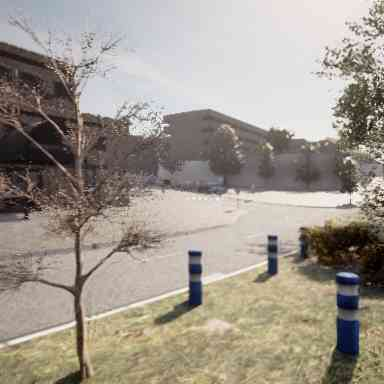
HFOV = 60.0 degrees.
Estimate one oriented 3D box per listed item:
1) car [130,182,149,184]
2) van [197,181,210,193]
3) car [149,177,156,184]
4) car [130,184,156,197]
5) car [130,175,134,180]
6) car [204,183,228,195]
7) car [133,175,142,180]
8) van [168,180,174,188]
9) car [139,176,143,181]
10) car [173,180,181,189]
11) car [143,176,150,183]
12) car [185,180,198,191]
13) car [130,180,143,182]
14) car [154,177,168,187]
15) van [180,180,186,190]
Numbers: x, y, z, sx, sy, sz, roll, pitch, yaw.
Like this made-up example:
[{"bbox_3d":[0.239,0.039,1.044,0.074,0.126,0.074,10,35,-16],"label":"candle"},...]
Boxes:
[{"bbox_3d":[-9.796,-0.304,55.276,2.163,1.488,4.792,5,6,36],"label":"car"},{"bbox_3d":[3.549,-0.843,66.190,1.878,1.987,4.442,6,5,38],"label":"van"},{"bbox_3d":[-7.656,-2.348,83.879,2.163,1.488,4.792,5,5,37],"label":"car"},{"bbox_3d":[-8.170,-0.046,52.813,2.002,1.452,4.674,5,6,36],"label":"car"},{"bbox_3d":[-14.312,-3.381,93.755,1.946,1.575,5.366,6,5,37],"label":"car"},{"bbox_3d":[5.046,-0.364,63.574,2.097,1.535,5.008,6,5,38],"label":"car"},{"bbox_3d":[-12.532,-3.384,91.419,2.435,2.045,5.566,5,5,37],"label":"car"},{"bbox_3d":[-2.788,-1.849,76.337,1.878,1.987,4.442,6,5,38],"label":"van"},{"bbox_3d":[-10.924,-2.880,88.906,2.231,1.521,4.892,5,5,37],"label":"car"},{"bbox_3d":[-1.295,-1.494,73.688,2.185,1.767,4.553,6,5,38],"label":"car"},{"bbox_3d":[-9.262,-2.880,86.391,2.435,2.045,5.566,5,5,37],"label":"car"},{"bbox_3d":[1.885,-1.116,68.604,2.435,2.045,5.566,6,5,38],"label":"car"},{"bbox_3d":[-11.427,-0.703,57.700,2.185,1.767,4.553,5,6,36],"label":"car"},{"bbox_3d":[-6.053,-2.123,81.329,2.231,1.521,4.892,6,5,37],"label":"car"},{"bbox_3d":[0.247,-1.340,71.072,1.878,1.987,4.442,6,5,38],"label":"van"}]
